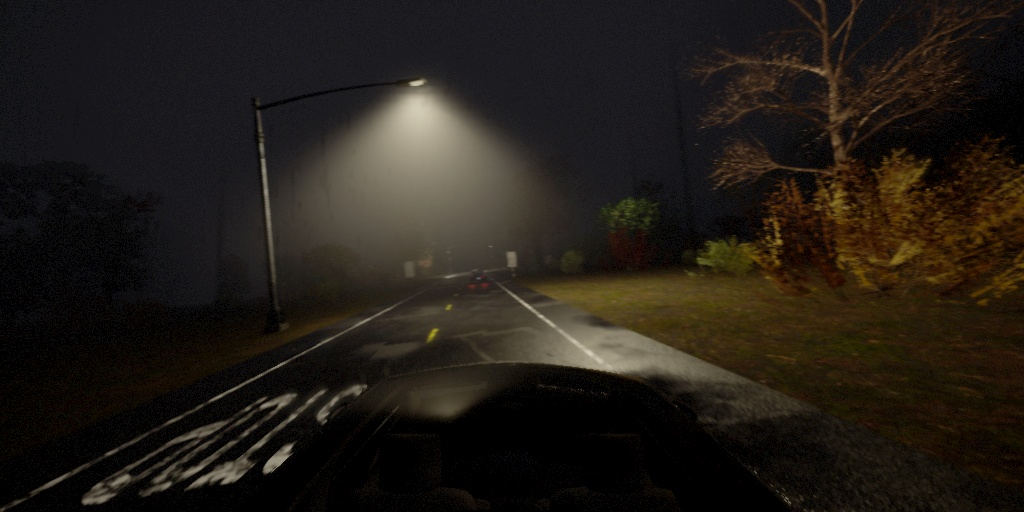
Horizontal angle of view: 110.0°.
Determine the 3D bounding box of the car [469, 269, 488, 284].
[{"bbox_3d":[-3.751,2.207,39.680,1.812,1.442,4.674,-6,-1,-6],"label":"car"}]
